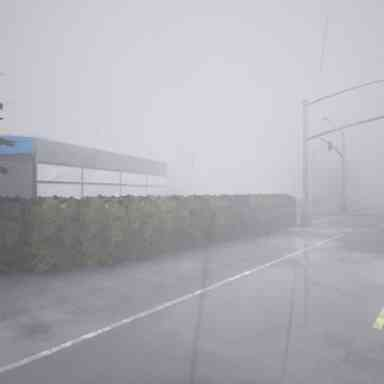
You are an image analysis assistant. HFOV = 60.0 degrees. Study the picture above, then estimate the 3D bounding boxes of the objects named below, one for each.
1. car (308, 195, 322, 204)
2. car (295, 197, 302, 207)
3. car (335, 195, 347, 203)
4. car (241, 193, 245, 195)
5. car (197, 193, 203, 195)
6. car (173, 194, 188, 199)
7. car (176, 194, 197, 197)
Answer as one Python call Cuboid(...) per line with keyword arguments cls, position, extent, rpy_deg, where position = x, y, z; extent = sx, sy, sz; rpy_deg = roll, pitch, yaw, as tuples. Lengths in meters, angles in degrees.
Cuboid(cls="car", position=(22.344, 1.371, 61.045), extent=(1.970, 1.475, 3.806), rpy_deg=(0, 0, 38))
Cuboid(cls="car", position=(13.148, 1.331, 44.587), extent=(2.007, 1.523, 4.514), rpy_deg=(0, 0, 38))
Cuboid(cls="car", position=(29.283, 1.359, 65.019), extent=(1.845, 1.501, 3.633), rpy_deg=(0, 0, 38))
Cuboid(cls="car", position=(12.253, 1.063, 78.127), extent=(1.905, 1.878, 3.866), rpy_deg=(0, 0, 38))
Cuboid(cls="car", position=(2.215, 1.139, 86.060), extent=(2.152, 1.636, 5.027), rpy_deg=(0, 0, 38))
Cuboid(cls="car", position=(-3.021, 1.218, 89.786), extent=(1.970, 1.475, 3.806), rpy_deg=(0, 0, 38))
Cuboid(cls="car", position=(-1.695, 1.287, 66.086), extent=(2.007, 1.523, 4.514), rpy_deg=(0, 0, 38))
